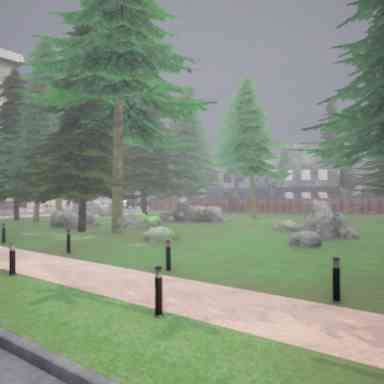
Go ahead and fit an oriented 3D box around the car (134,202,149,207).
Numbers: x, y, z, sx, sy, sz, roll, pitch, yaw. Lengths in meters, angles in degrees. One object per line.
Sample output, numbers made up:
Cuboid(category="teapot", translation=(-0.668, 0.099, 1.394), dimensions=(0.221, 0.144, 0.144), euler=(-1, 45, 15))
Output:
Cuboid(category="car", translation=(-8.421, 1.886, 59.629), dimensions=(1.882, 1.535, 5.008), euler=(-1, -1, 37))
